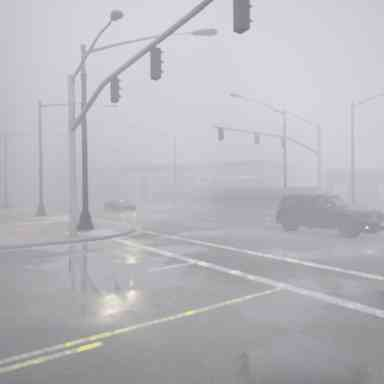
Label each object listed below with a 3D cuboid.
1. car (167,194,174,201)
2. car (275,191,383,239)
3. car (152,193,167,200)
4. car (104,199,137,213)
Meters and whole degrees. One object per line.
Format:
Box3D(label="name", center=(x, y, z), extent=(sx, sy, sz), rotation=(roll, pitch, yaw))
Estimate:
Box3D(label="car", center=(-2.733, 1.121, 71.032), extent=(3.806, 1.475, 1.970), rotation=(-1, 0, -36))
Box3D(label="car", center=(6.966, 1.122, 17.299), extent=(2.150, 2.045, 5.566), rotation=(-1, 0, -37))
Box3D(label="car", center=(-6.722, 0.976, 75.237), extent=(4.611, 1.667, 2.242), rotation=(-1, 0, -36))
Box3D(label="car", center=(-8.205, 1.500, 37.582), extent=(2.033, 1.411, 5.357), rotation=(-1, 0, -37))
